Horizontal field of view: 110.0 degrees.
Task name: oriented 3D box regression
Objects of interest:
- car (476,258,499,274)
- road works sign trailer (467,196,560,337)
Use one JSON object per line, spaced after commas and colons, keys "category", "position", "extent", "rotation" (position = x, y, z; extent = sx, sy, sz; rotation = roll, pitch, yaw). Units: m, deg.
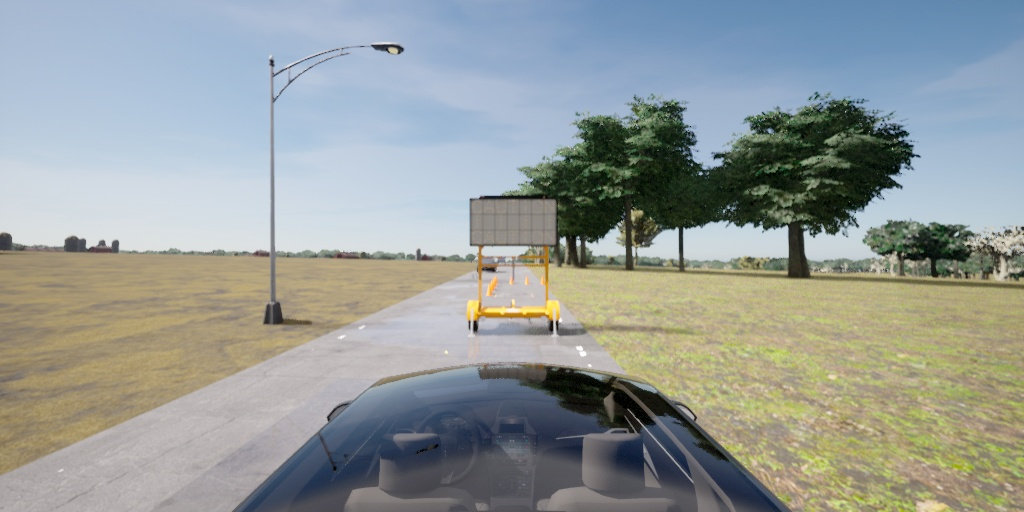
{"category": "car", "position": [-2.613, 0.970, 36.973], "extent": [1.882, 1.535, 5.008], "rotation": [0, 0, 0]}
{"category": "road works sign trailer", "position": [0.040, 0.140, 9.975], "extent": [2.380, 3.560, 2.880], "rotation": [0, 0, 0]}
